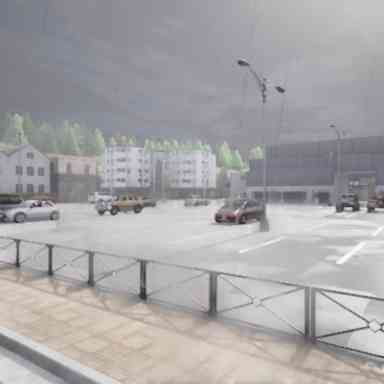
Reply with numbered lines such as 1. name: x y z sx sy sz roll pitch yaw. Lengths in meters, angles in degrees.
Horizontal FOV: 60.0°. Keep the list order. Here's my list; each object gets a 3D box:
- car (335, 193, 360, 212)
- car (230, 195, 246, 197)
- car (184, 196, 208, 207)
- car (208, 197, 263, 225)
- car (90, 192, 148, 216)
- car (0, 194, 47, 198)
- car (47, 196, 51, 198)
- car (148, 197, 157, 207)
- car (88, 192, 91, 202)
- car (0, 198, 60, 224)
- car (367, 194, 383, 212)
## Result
1. car: 16.550 1.079 35.234 1.905 1.878 3.866 0 0 35
2. car: 6.094 1.158 42.608 2.152 1.636 5.027 0 0 35
3. car: 0.663 1.238 46.042 1.970 1.475 3.806 0 0 35
4. car: 3.280 1.301 22.450 2.007 1.523 4.514 0 0 35
5. car: -6.490 1.102 30.211 1.932 1.855 4.605 0 0 35
6. car: -13.710 1.082 25.675 1.905 1.878 3.866 0 0 35
7. car: -23.486 1.296 51.000 1.882 1.535 5.008 0 0 35
8. car: -6.393 1.305 42.392 2.007 1.523 4.514 0 0 35
9. car: -15.111 1.040 56.758 2.150 2.045 5.566 0 0 35
10. car: -11.346 1.366 23.260 1.970 1.475 3.806 0 0 35
11. car: 19.162 1.099 33.896 1.932 1.855 4.605 0 0 35
